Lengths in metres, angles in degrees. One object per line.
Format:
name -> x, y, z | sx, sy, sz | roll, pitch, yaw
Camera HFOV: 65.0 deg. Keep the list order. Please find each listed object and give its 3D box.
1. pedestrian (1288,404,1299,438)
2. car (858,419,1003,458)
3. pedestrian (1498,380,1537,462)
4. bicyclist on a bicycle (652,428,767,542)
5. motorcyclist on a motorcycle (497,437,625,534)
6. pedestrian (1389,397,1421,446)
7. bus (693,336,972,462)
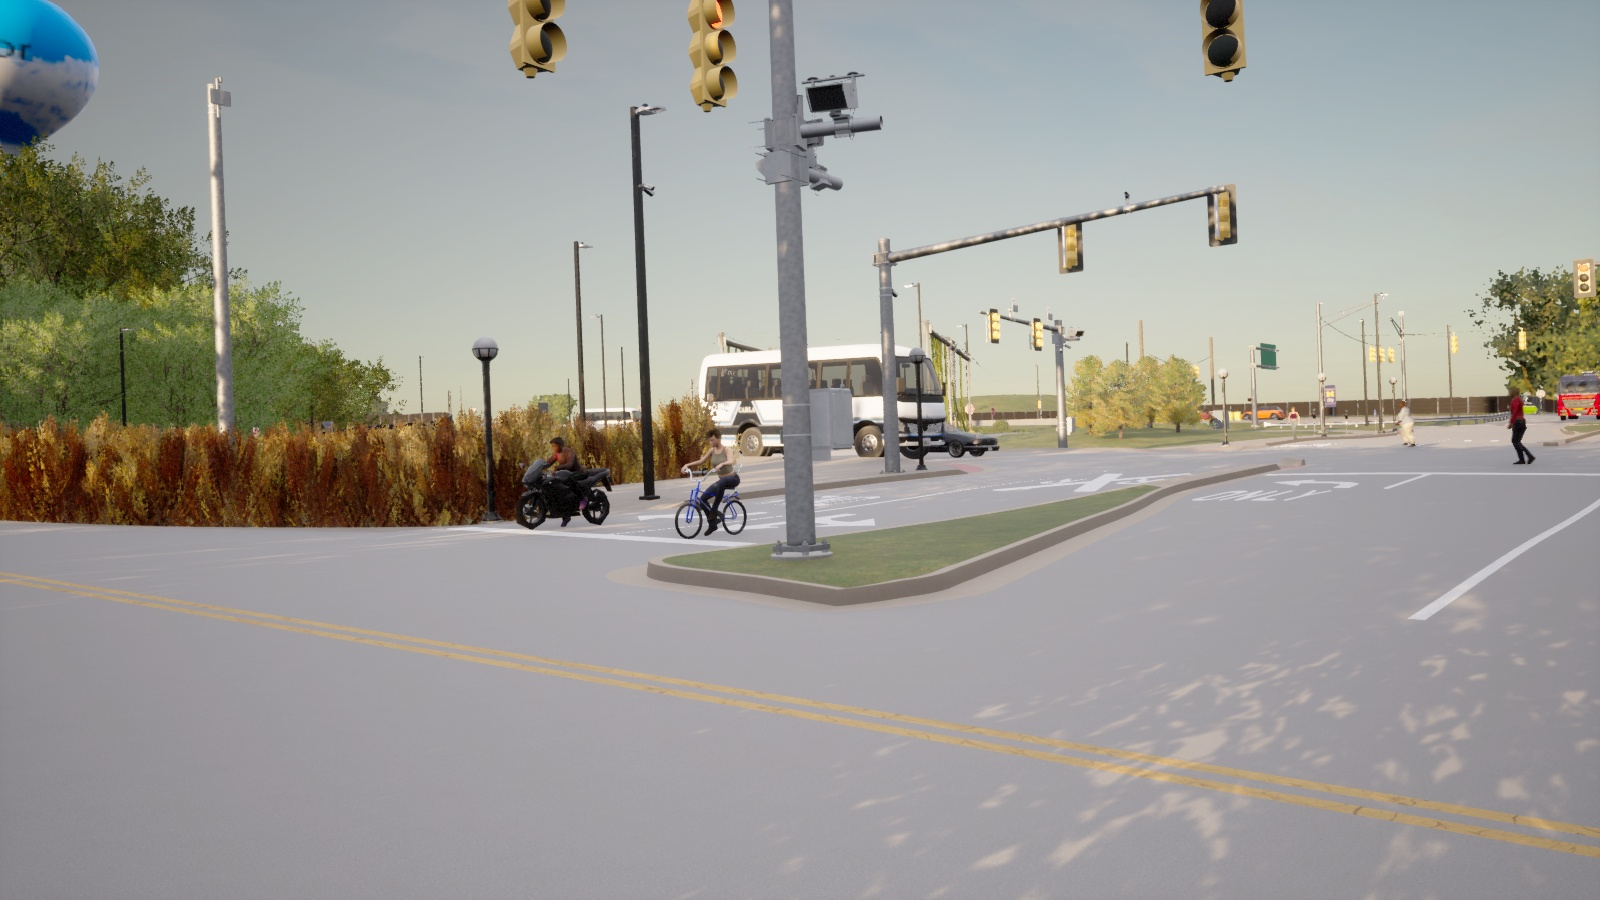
pedestrian -> 26.908, -1.591, 68.444 | 0.345, 1.836, 0.594 | -3, 0, 38
car -> 5.057, -0.438, 49.106 | 5.357, 1.411, 2.033 | 0, 1, 37
pedestrian -> 16.495, -0.655, 28.873 | 0.636, 1.846, 0.331 | -3, 0, 44
bicyclist on a bicycle -> -1.331, 0.497, 18.663 | 0.866, 1.612, 1.509 | -1, 0, 41
motorcyclist on a motorcycle -> -3.962, 0.558, 20.981 | 0.797, 1.523, 2.044 | -1, 0, 39
pedestrian -> 23.785, -1.121, 49.356 | 0.900, 1.855, 0.874 | -3, 0, 40
bus -> 1.016, -1.757, 47.452 | 10.273, 4.253, 3.944 | 0, 1, 40
